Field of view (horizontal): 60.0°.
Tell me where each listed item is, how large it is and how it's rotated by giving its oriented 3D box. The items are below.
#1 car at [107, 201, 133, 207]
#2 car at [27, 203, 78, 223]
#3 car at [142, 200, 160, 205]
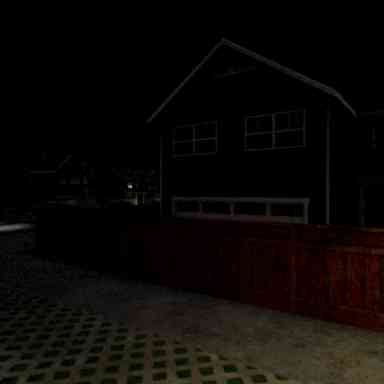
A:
[{"bbox_3d":[-8.258,1.806,38.322,1.837,1.490,4.892,0,-1,16],"label":"car"},{"bbox_3d":[-11.296,1.682,27.433,2.128,1.511,4.902,0,-1,16],"label":"car"},{"bbox_3d":[-5.548,1.871,47.923,1.882,1.535,5.008,0,0,16],"label":"car"}]
